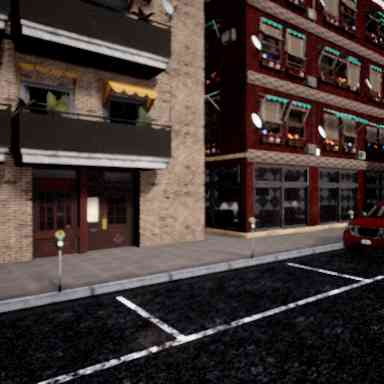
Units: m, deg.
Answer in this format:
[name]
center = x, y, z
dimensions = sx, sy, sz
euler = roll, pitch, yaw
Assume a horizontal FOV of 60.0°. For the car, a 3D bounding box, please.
[car]
center = 7.529, 1.239, 11.929
dimensions = 5.009, 1.841, 2.192
euler = 0, 0, -36
